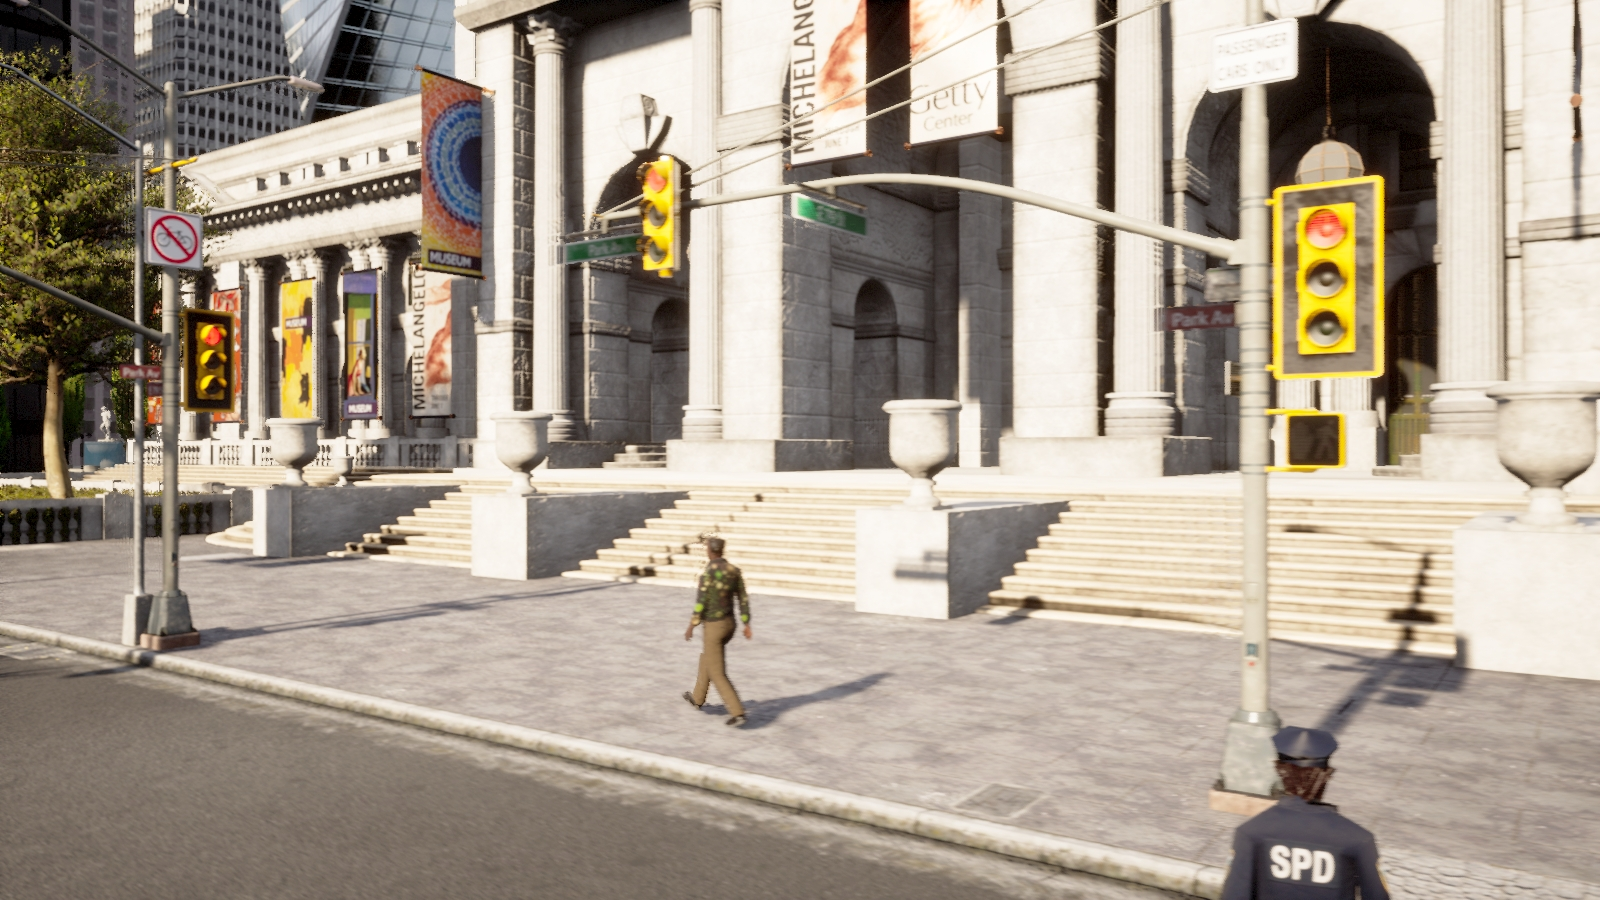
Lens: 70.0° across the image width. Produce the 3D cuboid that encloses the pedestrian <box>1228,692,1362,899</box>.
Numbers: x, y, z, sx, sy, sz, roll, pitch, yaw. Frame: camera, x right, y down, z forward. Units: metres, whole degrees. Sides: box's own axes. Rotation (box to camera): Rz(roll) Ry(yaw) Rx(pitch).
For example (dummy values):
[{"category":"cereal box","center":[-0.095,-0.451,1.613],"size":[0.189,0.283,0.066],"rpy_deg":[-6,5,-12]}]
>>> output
[{"category":"pedestrian","center":[1.777,1.851,4.092],"size":[0.375,1.860,0.375],"rpy_deg":[0,0,34]}]

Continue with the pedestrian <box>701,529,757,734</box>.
[{"category":"pedestrian","center":[-0.676,1.702,10.865],"size":[0.375,1.860,0.375],"rpy_deg":[0,0,-44]}]
